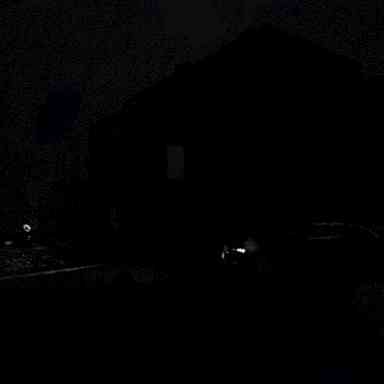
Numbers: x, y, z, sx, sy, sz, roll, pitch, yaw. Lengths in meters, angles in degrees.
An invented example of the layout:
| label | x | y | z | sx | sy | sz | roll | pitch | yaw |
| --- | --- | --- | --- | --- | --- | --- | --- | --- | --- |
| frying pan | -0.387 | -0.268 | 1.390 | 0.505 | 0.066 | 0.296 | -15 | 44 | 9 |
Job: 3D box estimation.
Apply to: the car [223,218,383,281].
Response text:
| label | x | y | z | sx | sy | sz | roll | pitch | yaw |
| --- | --- | --- | --- | --- | --- | --- | --- | --- | --- |
| car | 3.339 | 1.493 | 9.308 | 4.902 | 1.511 | 2.128 | 0 | 0 | -1 |

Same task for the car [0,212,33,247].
| label | x | y | z | sx | sy | sz | roll | pitch | yaw |
| --- | --- | --- | --- | --- | --- | --- | --- | --- | --- |
| car | -9.225 | 1.729 | 16.097 | 2.097 | 1.767 | 4.553 | 0 | -3 | -37 |
